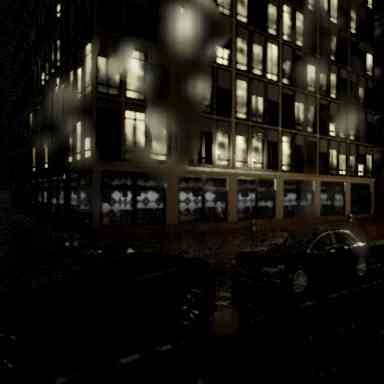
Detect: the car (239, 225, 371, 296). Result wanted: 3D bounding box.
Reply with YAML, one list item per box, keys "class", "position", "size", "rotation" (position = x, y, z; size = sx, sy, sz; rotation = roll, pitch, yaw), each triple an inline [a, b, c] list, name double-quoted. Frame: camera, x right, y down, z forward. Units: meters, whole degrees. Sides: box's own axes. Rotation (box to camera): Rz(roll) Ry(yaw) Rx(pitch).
- class: "car"
  position: [2.969, 1.589, 8.676]
  size: [4.403, 1.369, 2.008]
  rotation: [0, 0, -36]

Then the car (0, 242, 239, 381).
- class: "car"
  position: [-1.539, 1.575, 5.458]
  size: [4.313, 1.339, 1.947]
  rotation: [0, 0, -36]
